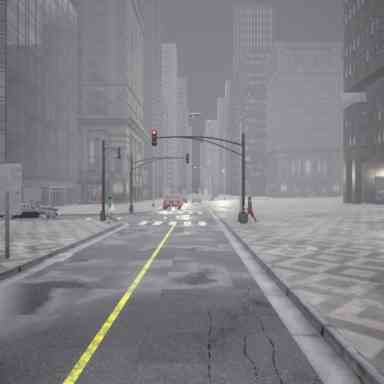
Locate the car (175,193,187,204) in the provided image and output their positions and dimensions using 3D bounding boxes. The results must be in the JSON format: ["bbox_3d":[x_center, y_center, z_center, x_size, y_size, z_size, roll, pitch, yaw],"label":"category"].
[{"bbox_3d":[-2.161,1.250,66.943,2.150,2.045,5.566,0,0,1],"label":"car"}]

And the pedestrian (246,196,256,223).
[{"bbox_3d":[3.879,1.147,22.141,0.375,1.860,0.375,0,0,1],"label":"pedestrian"}]

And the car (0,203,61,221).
[{"bbox_3d":[-13.893,1.690,28.595,4.902,1.511,2.128,-1,0,0],"label":"car"}]

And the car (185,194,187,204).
[{"bbox_3d":[-2.391,1.508,54.191,2.128,1.511,4.902,0,0,1],"label":"car"}]

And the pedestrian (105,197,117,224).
[{"bbox_3d":[-5.240,1.146,21.660,0.375,1.860,0.375,0,0,1],"label":"pedestrian"}]

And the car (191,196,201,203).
[{"bbox_3d":[0.878,1.576,68.042,2.033,1.411,5.357,0,0,1],"label":"car"}]

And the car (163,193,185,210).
[{"bbox_3d":[-2.518,1.233,44.241,2.150,2.045,5.566,0,0,2],"label":"car"}]
